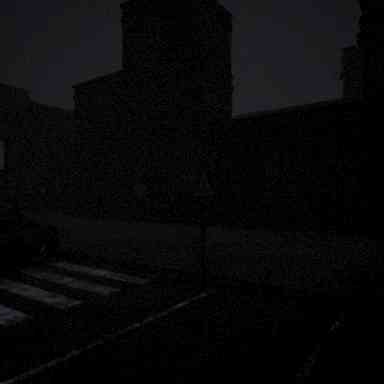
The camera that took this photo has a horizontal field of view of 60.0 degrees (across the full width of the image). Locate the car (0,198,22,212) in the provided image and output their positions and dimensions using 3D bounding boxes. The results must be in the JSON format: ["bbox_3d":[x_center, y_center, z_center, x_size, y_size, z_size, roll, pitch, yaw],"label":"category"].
[{"bbox_3d":[-8.671,1.260,11.517,2.435,2.045,5.566,0,0,36],"label":"car"}]

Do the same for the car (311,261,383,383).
[{"bbox_3d":[2.651,1.481,3.455,2.231,1.521,4.892,0,0,36],"label":"car"}]

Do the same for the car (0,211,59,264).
[{"bbox_3d":[-6.409,1.535,9.900,2.163,1.488,4.792,0,0,36],"label":"car"}]
